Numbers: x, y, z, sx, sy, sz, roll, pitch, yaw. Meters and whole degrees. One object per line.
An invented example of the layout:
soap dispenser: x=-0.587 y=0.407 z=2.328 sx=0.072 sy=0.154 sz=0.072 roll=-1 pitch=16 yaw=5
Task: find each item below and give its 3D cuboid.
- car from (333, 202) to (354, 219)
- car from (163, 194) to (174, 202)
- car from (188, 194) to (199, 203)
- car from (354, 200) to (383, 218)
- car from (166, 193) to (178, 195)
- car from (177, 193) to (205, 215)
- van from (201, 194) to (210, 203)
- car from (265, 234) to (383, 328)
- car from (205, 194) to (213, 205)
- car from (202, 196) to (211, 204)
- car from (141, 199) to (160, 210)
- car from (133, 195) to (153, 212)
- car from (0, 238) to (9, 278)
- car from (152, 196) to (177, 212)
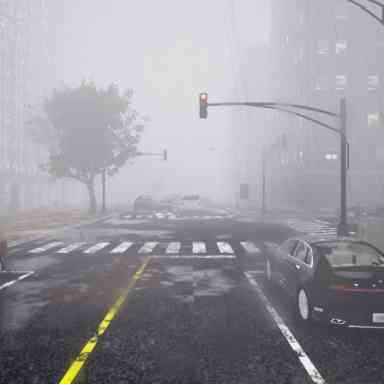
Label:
car: x=13.497 y=1.350 z=26.280 sx=4.403 sy=1.369 sz=2.008 roll=-1 pitch=1 yaw=0
car: x=-5.476 y=1.386 z=77.976 sx=2.192 sy=1.841 sz=5.009 roll=0 pitch=0 yaw=0
car: x=0.292 y=1.407 z=68.699 sx=2.097 sy=1.767 sz=4.553 roll=0 pitch=0 yaw=0
car: x=14.293 y=1.352 z=23.707 sx=4.181 sy=1.385 sz=1.994 roll=-1 pitch=0 yaw=0
car: x=-2.887 y=1.264 z=59.696 sx=2.150 sy=2.045 sz=5.566 roll=0 pitch=0 yaw=3
car: x=-0.060 y=1.240 z=34.337 sx=2.150 sy=2.045 sz=5.566 roll=0 pitch=0 yaw=0
van: x=2.889 y=1.402 z=72.430 sx=1.690 sy=1.788 sz=3.998 roll=0 pitch=0 yaw=0
car: x=2.707 y=1.551 z=6.904 sx=2.008 sy=1.369 sz=4.403 roll=0 pitch=0 yaw=0
car: x=2.859 y=1.611 z=61.384 sx=1.947 sy=1.339 sz=4.313 roll=0 pitch=0 yaw=0
car: x=2.875 y=1.578 z=67.076 sx=1.752 sy=1.417 sz=4.829 roll=0 pitch=0 yaw=0
car: x=-5.568 y=1.592 z=44.839 sx=1.947 sy=1.339 sz=4.313 roll=0 pitch=0 yaw=0
car: x=-5.584 y=1.336 z=39.316 sx=2.192 sy=1.841 sz=5.009 roll=0 pitch=0 yaw=0
car: x=-5.673 y=1.545 z=6.928 sx=1.887 sy=1.381 sz=4.507 roll=0 pitch=0 yaw=0
car: x=-2.995 y=1.568 z=38.600 sx=2.033 sy=1.411 sz=5.357 roll=0 pitch=0 yaw=0
